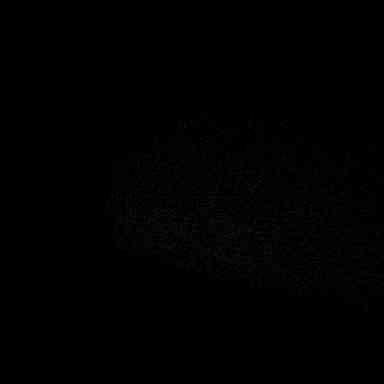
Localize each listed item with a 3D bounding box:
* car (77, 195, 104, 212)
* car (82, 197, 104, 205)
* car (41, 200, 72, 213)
[{"bbox_3d":[-12.326,1.436,41.554,2.150,2.045,5.566,0,0,5],"label":"car"},{"bbox_3d":[-20.317,1.828,68.461,1.837,1.490,4.892,0,0,19],"label":"car"},{"bbox_3d":[-15.963,1.658,39.510,1.882,1.535,5.008,0,-1,4],"label":"car"}]
